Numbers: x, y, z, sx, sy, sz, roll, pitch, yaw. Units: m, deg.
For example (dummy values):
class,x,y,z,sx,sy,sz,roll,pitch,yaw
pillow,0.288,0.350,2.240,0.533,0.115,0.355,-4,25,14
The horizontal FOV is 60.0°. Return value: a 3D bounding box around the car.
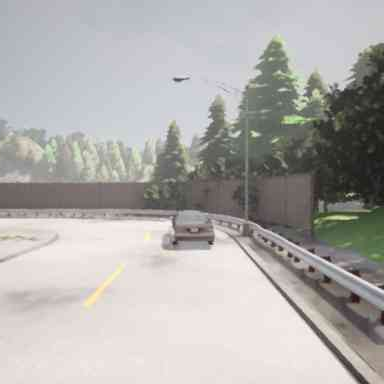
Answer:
class,x,y,z,sx,sy,sz,roll,pitch,yaw
car,-0.104,1.567,15.721,2.033,1.411,5.357,0,0,-5
